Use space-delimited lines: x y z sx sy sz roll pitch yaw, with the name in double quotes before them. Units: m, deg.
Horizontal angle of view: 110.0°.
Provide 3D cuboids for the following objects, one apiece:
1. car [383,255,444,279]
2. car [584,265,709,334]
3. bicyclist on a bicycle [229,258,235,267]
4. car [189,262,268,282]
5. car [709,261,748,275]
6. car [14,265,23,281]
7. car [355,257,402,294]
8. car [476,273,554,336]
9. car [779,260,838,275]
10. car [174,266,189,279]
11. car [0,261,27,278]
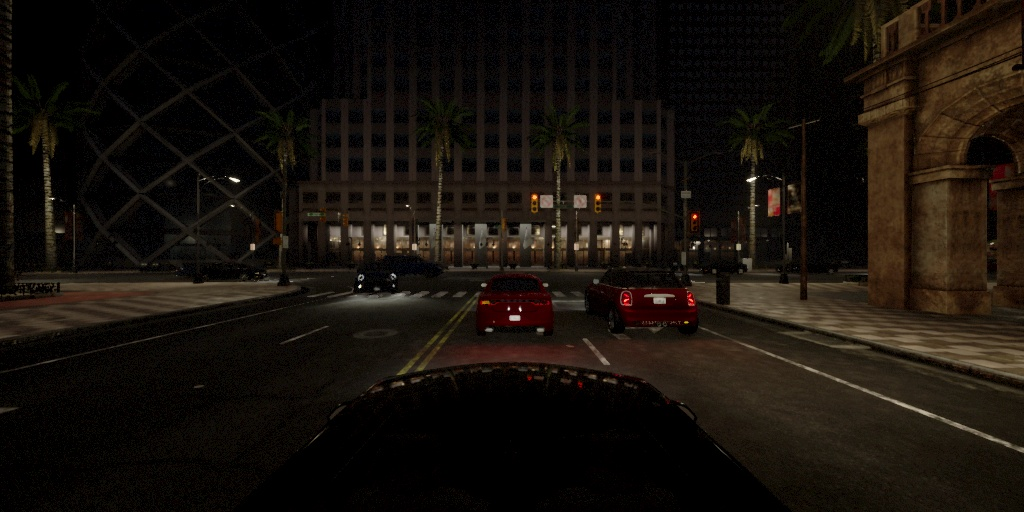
"car" -8.958 0.972 32.270 5.566 2.045 2.150 0 0 0
"car" 3.582 1.102 10.796 2.097 1.767 4.553 0 0 0
"bicyclist on a bicycle" -35.748 1.050 45.712 0.582 1.620 1.656 0 0 -12
"car" -22.241 1.255 28.613 4.892 1.490 1.837 0 0 -2
"car" 23.171 1.255 39.380 4.892 1.490 1.837 0 0 0
"car" -38.632 1.101 25.400 4.553 1.767 2.097 0 0 -29
"car" -7.640 1.102 20.422 2.097 1.767 4.553 0 0 -20
"car" 0.080 1.228 10.455 1.882 1.535 5.008 0 0 0
"car" 32.778 1.228 39.348 5.008 1.535 1.882 0 0 0
"car" -26.726 1.297 32.004 5.357 1.411 2.033 0 0 -4
"car" -48.044 1.241 32.201 4.902 1.511 2.128 0 0 -34
